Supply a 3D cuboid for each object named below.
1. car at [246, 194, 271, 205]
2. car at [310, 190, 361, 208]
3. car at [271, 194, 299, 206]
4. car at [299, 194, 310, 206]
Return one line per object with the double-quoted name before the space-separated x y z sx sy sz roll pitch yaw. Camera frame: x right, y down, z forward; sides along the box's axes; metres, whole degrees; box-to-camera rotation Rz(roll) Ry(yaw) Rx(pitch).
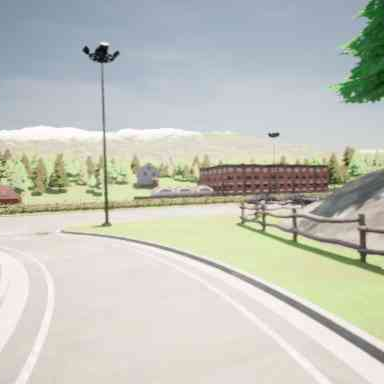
"car" 10.556 1.168 51.229 4.892 1.490 1.837 -2 0 -24
"car" 16.694 0.943 38.660 5.008 1.535 1.882 -2 0 -24
"car" 13.566 1.070 44.920 4.892 1.490 1.837 -2 0 -24
"car" 16.265 1.044 42.303 4.181 1.385 1.994 -2 0 -24
